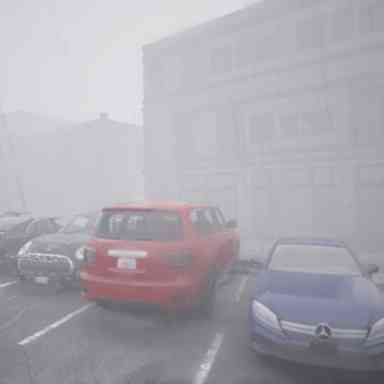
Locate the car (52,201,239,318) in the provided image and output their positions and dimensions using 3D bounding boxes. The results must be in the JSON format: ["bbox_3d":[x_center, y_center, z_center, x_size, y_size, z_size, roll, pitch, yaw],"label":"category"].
[{"bbox_3d":[-0.281,1.233,7.702,2.435,2.045,5.566,0,-1,16],"label":"car"}]

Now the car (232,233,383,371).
[{"bbox_3d":[2.100,1.524,5.962,2.002,1.452,4.674,1,-1,16],"label":"car"}]

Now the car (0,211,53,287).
[{"bbox_3d":[-2.653,1.358,9.410,2.185,1.767,4.553,1,-1,16],"label":"car"}]
